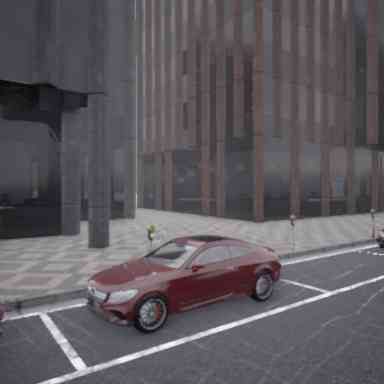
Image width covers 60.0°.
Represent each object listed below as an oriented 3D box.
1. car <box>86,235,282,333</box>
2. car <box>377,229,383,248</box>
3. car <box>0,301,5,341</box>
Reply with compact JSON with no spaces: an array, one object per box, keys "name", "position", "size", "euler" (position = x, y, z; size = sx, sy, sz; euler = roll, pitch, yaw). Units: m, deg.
[{"name":"car","position":[0.054,1.564,6.685],"size":[4.206,1.307,1.802],"euler":[0,0,-35]},{"name":"car","position":[8.943,1.513,13.018],"size":[4.206,1.307,1.802],"euler":[0,0,-35]},{"name":"car","position":[-4.390,1.590,3.518],"size":[4.206,1.307,1.802],"euler":[0,0,-35]}]
